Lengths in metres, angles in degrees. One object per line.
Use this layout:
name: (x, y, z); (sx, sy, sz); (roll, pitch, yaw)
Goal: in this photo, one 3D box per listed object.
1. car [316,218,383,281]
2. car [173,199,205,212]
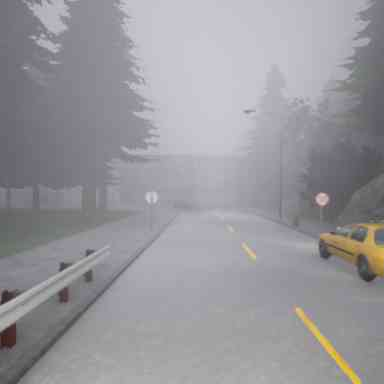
car: (5.383, 1.558, 10.034); (1.801, 1.575, 5.366); (1, 0, 1)
car: (-0.419, 1.572, 40.223); (2.128, 1.511, 4.902); (2, -1, -35)
